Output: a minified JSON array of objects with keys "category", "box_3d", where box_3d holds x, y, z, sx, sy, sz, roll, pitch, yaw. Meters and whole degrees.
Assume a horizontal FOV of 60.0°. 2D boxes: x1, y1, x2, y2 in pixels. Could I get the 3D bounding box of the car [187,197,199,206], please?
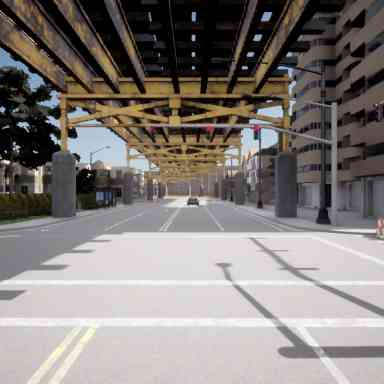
[{"category":"car","box_3d":[0.178,1.564,56.250,1.994,1.385,4.181,0,0,0]}]
